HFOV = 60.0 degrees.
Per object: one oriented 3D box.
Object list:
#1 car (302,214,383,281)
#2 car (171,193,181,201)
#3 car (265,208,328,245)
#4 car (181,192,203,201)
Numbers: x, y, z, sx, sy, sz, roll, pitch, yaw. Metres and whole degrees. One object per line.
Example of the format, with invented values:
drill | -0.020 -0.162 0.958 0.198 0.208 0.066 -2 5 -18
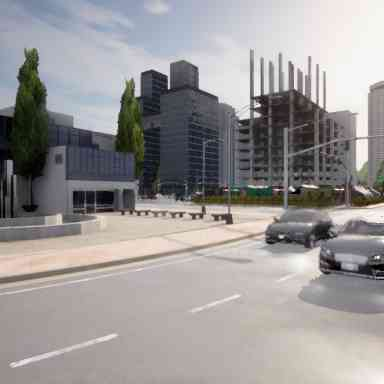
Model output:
car | 5.279 1.492 9.701 2.128 1.511 4.902 0 0 40
car | -2.353 1.156 76.699 1.905 1.878 3.866 0 0 37
car | 4.909 1.506 14.763 1.837 1.490 4.892 0 0 37
car | -0.055 1.395 74.938 1.970 1.475 3.806 0 0 37
